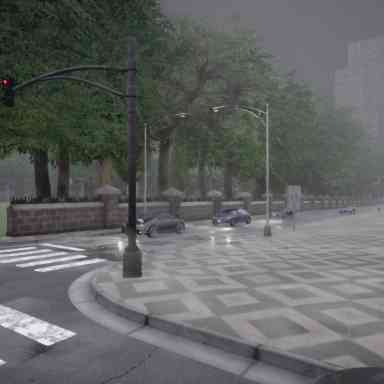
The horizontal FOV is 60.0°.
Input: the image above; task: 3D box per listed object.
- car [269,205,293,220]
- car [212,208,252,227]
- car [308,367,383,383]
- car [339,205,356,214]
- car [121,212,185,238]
[{"bbox_3d":[10.246,2.282,37.834,2.128,1.511,4.902,0,-1,35],"label":"car"},{"bbox_3d":[3.498,2.071,28.272,1.812,1.442,4.674,0,-1,35],"label":"car"},{"bbox_3d":[2.475,1.551,1.202,4.403,1.369,2.008,0,0,35],"label":"car"},{"bbox_3d":[24.874,2.782,53.085,2.033,1.411,5.357,0,-1,34],"label":"car"},{"bbox_3d":[-2.246,1.904,20.102,1.994,1.385,4.181,0,-1,36],"label":"car"}]
